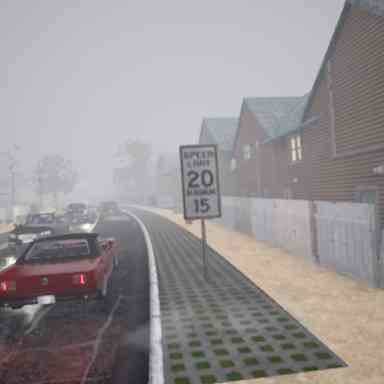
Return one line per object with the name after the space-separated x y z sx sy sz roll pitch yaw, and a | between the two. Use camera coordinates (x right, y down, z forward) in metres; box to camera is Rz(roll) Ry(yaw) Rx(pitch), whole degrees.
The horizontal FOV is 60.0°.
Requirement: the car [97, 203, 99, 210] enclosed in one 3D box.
-12.492 1.872 47.529 1.812 1.442 4.674 -3 0 -21 | car

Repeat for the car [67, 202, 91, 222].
-9.825 1.691 28.451 2.097 1.767 4.553 -3 0 -14 | car

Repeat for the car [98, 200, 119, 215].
-9.277 1.744 37.614 1.837 1.490 4.892 -3 0 -16 | car

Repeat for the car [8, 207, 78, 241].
-7.138 1.758 15.885 2.128 1.511 4.902 -3 0 -10 | car

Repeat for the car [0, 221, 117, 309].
-2.928 1.656 8.170 1.895 1.301 4.718 -4 0 -8 | car
